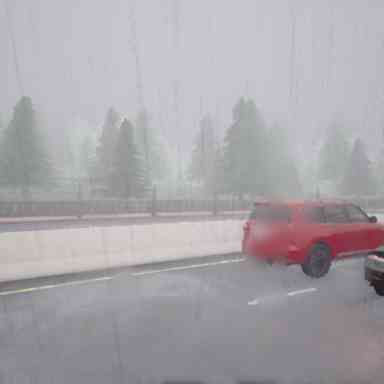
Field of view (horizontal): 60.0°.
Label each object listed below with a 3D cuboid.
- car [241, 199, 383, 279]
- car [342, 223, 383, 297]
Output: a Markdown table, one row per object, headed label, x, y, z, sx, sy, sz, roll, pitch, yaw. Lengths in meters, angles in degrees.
| label | x | y | z | sx | sy | sz | roll | pitch | yaw |
| --- | --- | --- | --- | --- | --- | --- | --- | --- | --- |
| car | 4.119 | 1.257 | 10.373 | 5.566 | 2.045 | 2.150 | 0 | 0 | -31 |
| car | 5.822 | 1.528 | 7.283 | 4.902 | 1.511 | 2.128 | 0 | 0 | -31 |
